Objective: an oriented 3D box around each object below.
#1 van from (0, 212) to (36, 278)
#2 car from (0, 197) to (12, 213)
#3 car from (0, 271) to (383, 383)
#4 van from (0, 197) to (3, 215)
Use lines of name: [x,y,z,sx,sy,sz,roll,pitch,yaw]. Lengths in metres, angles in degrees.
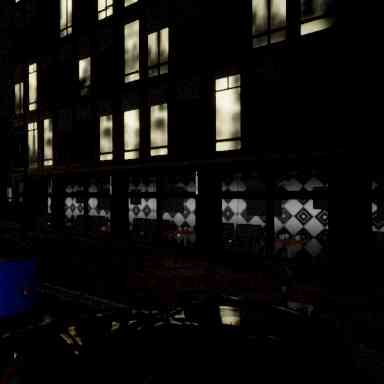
van: [-4.522,1.342,6.062,3.998,1.788,1.690,0,0,35]
car: [-14.414,1.358,28.174,2.192,1.841,5.009,-1,-1,35]
car: [0.110,1.582,2.759,4.206,1.307,1.802,0,0,35]
van: [-21.251,1.425,33.020,1.690,1.788,3.998,-1,-1,35]
